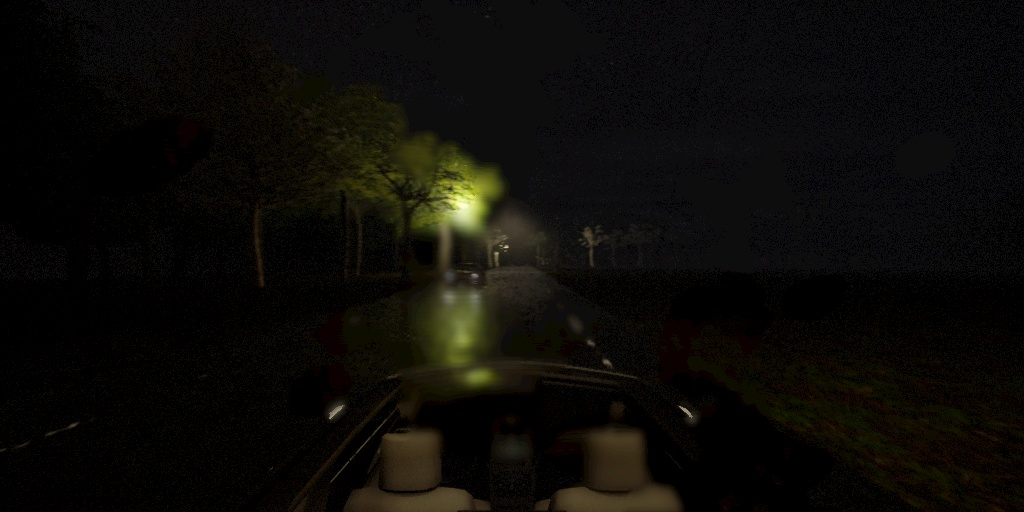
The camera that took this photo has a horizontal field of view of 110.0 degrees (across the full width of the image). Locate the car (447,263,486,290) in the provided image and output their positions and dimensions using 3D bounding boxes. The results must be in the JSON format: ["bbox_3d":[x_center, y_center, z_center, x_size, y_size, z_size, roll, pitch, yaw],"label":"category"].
[{"bbox_3d":[-2.970,1.264,24.018,2.097,1.767,4.553,0,0,2],"label":"car"}]
